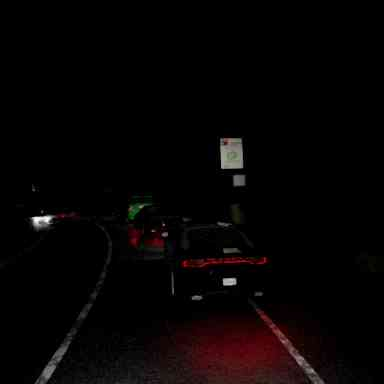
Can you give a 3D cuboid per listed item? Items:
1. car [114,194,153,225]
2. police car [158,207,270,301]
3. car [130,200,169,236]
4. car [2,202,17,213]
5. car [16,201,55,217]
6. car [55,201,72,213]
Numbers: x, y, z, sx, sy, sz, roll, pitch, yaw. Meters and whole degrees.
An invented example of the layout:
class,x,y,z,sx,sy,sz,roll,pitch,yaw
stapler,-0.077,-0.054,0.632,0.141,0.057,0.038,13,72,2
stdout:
class,x,y,z,sx,sy,sz,roll,pitch,yaw
car,-4.262,1.213,24.490,2.150,2.045,5.566,-2,0,-23
police car,0.295,1.403,8.525,1.930,1.638,5.238,-1,0,-8
car,-2.052,1.449,18.591,1.882,1.535,5.008,-2,0,-18
car,-27.559,2.352,51.563,4.892,1.490,1.837,-3,2,34
car,-17.925,1.989,37.991,2.128,1.511,4.902,-4,1,-42
car,-17.050,1.862,42.282,4.902,1.511,2.128,-2,2,45
